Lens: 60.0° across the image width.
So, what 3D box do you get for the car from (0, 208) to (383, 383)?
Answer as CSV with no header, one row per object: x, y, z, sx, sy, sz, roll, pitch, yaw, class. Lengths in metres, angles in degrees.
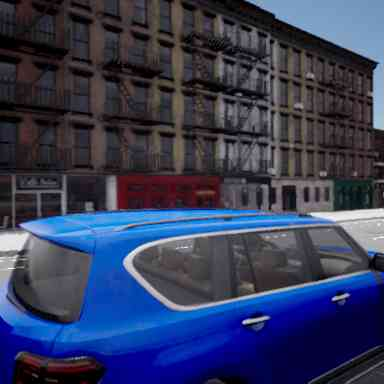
0.735,1.212,3.966,5.566,2.045,2.150,0,0,-35,car
